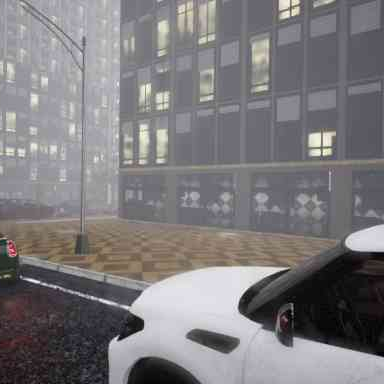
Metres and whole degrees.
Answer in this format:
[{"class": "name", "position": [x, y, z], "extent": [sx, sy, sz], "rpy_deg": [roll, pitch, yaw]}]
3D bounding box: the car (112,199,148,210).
[{"class": "car", "position": [-8.966, 1.762, 48.382], "extent": [2.128, 1.511, 4.902], "rpy_deg": [1, 0, 36]}]

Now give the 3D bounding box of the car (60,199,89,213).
[{"class": "car", "position": [-14.900, 1.689, 40.329], "extent": [1.837, 1.490, 4.892], "rpy_deg": [1, 0, 37]}]

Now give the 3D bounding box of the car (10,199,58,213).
[{"class": "car", "position": [-18.682, 1.642, 39.576], "extent": [1.752, 1.417, 4.829], "rpy_deg": [1, 0, 36]}]

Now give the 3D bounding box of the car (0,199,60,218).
[{"class": "car", "position": [-15.170, 1.519, 30.206], "extent": [2.192, 1.841, 5.009], "rpy_deg": [1, 0, 36]}]

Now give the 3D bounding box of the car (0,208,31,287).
[{"class": "car", "position": [-6.211, 1.348, 8.089], "extent": [4.553, 1.767, 2.097], "rpy_deg": [0, 0, 35]}]

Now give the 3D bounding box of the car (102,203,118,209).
[{"class": "car", "position": [-8.386, 1.830, 39.428], "extent": [1.752, 1.417, 4.829], "rpy_deg": [1, 0, 36]}]

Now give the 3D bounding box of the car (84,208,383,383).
[{"class": "car", "position": [1.864, 1.222, 2.353], "extent": [5.566, 2.045, 2.150], "rpy_deg": [0, 0, 36]}]
